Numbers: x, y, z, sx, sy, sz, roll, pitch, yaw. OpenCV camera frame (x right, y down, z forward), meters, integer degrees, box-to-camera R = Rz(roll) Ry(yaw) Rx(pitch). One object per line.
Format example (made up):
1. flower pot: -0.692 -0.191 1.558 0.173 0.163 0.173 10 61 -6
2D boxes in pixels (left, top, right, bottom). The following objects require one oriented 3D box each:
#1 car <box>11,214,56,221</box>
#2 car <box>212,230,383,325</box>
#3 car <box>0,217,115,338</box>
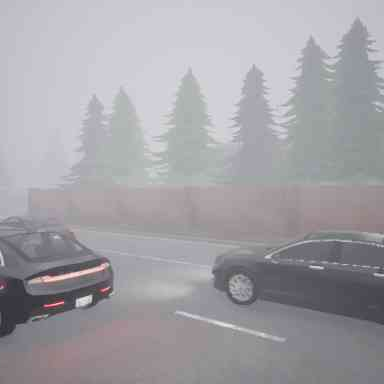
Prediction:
1. car: -6.419 1.564 12.909 4.181 1.385 1.994 0 0 36
2. car: 2.682 1.507 6.379 4.892 1.490 1.837 1 0 36
3. car: -3.656 1.492 6.617 4.902 1.511 2.128 0 0 36
